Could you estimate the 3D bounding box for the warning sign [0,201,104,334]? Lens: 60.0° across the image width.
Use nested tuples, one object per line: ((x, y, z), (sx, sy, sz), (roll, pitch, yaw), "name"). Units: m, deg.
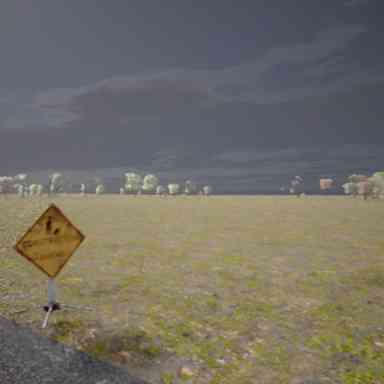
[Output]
((-2.369, 1.111, 5.610), (1.060, 1.860, 1.300), (-1, 0, 36), "warning sign")
